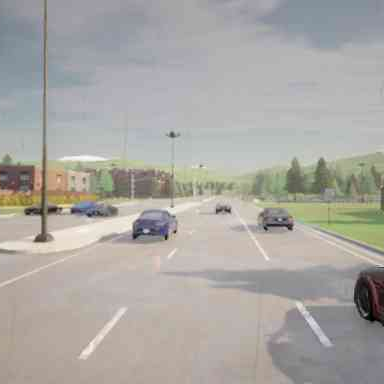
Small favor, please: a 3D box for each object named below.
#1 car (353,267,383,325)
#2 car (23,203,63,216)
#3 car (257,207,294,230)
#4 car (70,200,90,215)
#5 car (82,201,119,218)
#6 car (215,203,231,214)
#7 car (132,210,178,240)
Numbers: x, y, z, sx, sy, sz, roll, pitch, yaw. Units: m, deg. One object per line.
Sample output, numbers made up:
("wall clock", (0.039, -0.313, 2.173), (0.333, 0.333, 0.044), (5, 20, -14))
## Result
("car", (4.016, 1.623, 4.729), (1.994, 1.385, 4.181), (0, 0, 4))
("car", (-15.479, 1.798, 34.813), (1.895, 1.301, 4.718), (0, 0, 6))
("car", (5.595, 1.757, 22.667), (2.033, 1.411, 5.357), (0, 0, 6))
("car", (-11.734, 1.711, 36.910), (1.882, 1.535, 5.008), (0, -1, 6))
("car", (-8.666, 1.780, 32.663), (1.994, 1.385, 4.181), (0, 0, 6))
("car", (3.880, 1.948, 41.007), (1.895, 1.301, 4.718), (0, 0, 6))
("car", (-1.902, 1.658, 17.762), (1.812, 1.442, 4.674), (0, 0, 5))
